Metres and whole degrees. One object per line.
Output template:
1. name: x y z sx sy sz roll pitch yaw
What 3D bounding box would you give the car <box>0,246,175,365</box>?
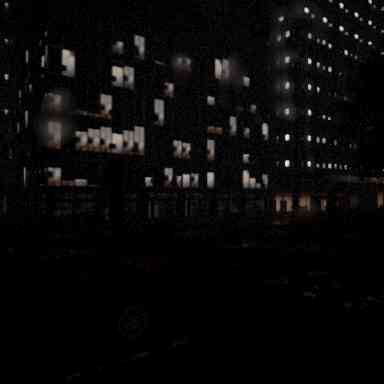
1. car: -2.398 1.548 4.850 4.507 1.381 1.887 0 0 -35
